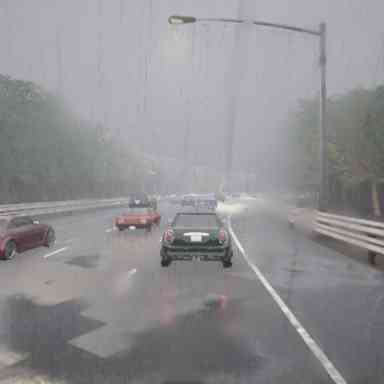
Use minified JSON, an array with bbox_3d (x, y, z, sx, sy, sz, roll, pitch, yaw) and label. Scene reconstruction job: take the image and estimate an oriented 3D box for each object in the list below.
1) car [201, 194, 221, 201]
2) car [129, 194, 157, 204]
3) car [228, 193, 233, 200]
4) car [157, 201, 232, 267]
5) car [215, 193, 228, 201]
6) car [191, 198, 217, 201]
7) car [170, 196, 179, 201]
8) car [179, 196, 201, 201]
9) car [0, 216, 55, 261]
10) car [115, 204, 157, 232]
[{"bbox_3d":[2.874,1.484,49.921,1.882,1.535,5.008,0,0,7],"label":"car"},{"bbox_3d":[-5.409,1.213,37.176,2.150,2.045,5.566,0,0,5],"label":"car"},{"bbox_3d":[9.036,1.512,88.693,1.895,1.301,4.718,0,0,12],"label":"car"},{"bbox_3d":[0.180,1.354,11.668,2.097,1.767,4.553,0,0,2],"label":"car"},{"bbox_3d":[5.835,1.182,71.349,2.150,2.045,5.566,0,0,9],"label":"car"},{"bbox_3d":[1.230,1.570,32.424,1.994,1.385,4.181,0,0,4],"label":"car"},{"bbox_3d":[-2.775,1.513,61.481,2.033,1.411,5.357,0,0,9],"label":"car"},{"bbox_3d":[-0.293,1.352,52.187,2.097,1.767,4.553,0,0,7],"label":"car"},{"bbox_3d":[-6.760,1.551,12.250,1.994,1.385,4.181,0,0,2],"label":"car"},{"bbox_3d":[-3.051,1.597,19.927,1.895,1.301,4.718,0,0,3],"label":"car"}]
